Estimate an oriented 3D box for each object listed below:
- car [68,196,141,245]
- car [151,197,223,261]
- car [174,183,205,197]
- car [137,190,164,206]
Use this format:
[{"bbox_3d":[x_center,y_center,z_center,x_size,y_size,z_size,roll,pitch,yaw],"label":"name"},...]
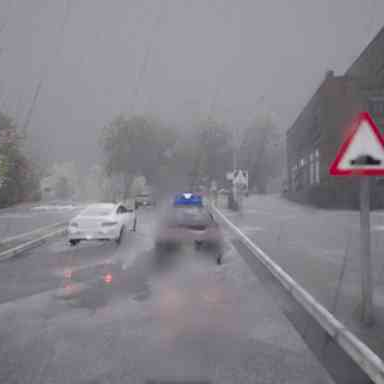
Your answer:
[{"bbox_3d":[-3.382,1.124,13.120,1.812,1.442,4.674,0,2,-1],"label":"car"},{"bbox_3d":[-0.100,1.155,10.832,2.128,1.511,4.902,0,2,-1],"label":"car"},{"bbox_3d":[-0.265,0.317,26.302,2.150,2.045,5.566,0,2,1],"label":"car"},{"bbox_3d":[-3.446,0.565,27.448,2.128,1.511,4.902,0,2,2],"label":"car"}]
